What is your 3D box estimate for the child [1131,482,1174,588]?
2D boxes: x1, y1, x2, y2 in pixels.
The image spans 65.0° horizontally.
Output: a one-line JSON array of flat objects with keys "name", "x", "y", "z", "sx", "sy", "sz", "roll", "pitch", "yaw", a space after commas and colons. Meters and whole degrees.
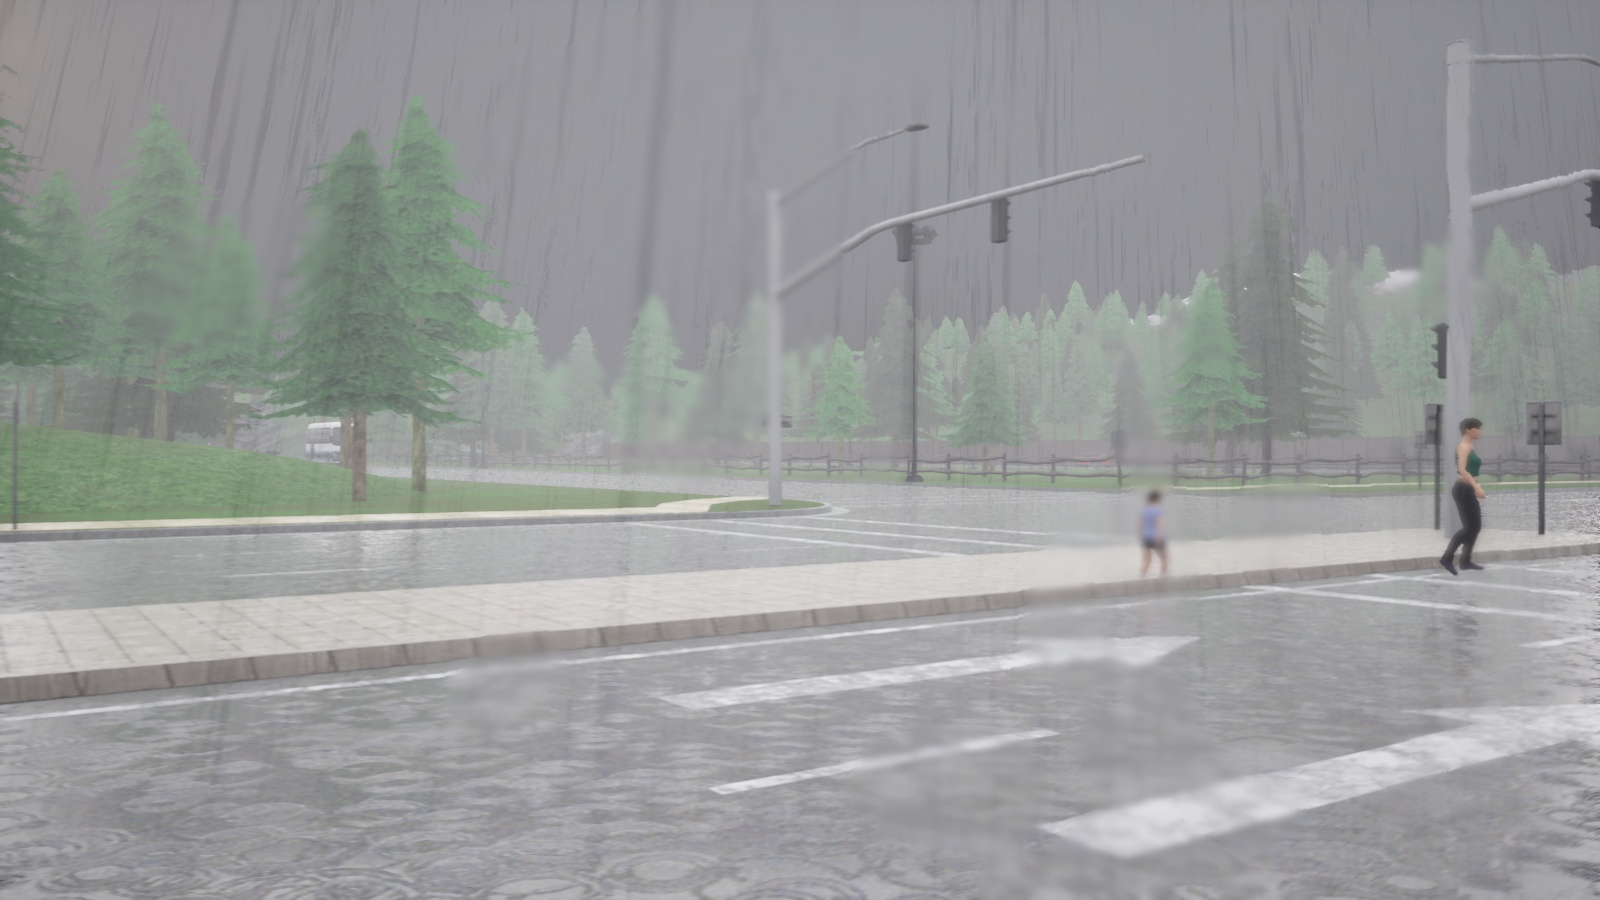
[{"name": "child", "x": 3.795, "y": 0.909, "z": 13.522, "sx": 0.394, "sy": 1.110, "sz": 0.255, "roll": 0, "pitch": 0, "yaw": -38}]

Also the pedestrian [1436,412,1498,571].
[{"name": "pedestrian", "x": 7.903, "y": 0.484, "z": 14.877, "sx": 0.594, "sy": 1.836, "sz": 0.345, "roll": 0, "pitch": 0, "yaw": 38}]
